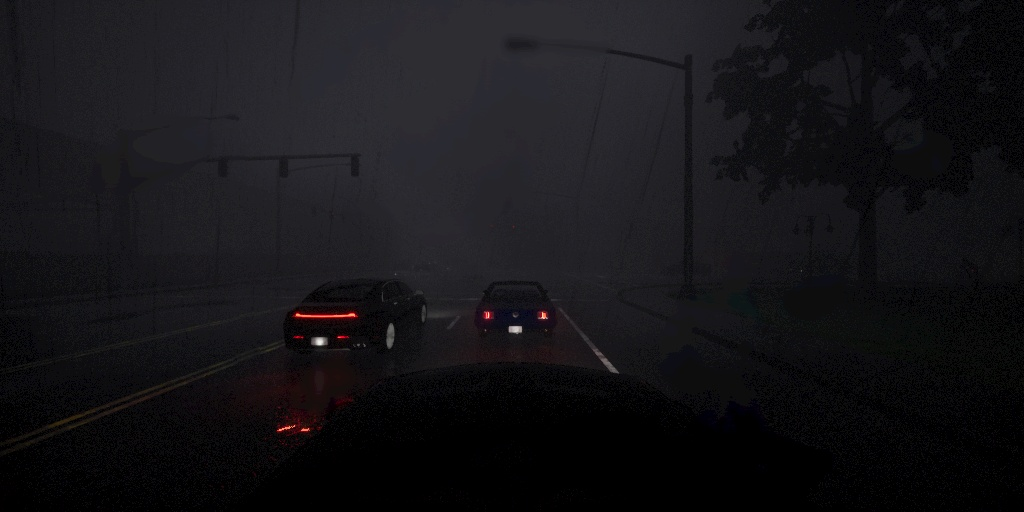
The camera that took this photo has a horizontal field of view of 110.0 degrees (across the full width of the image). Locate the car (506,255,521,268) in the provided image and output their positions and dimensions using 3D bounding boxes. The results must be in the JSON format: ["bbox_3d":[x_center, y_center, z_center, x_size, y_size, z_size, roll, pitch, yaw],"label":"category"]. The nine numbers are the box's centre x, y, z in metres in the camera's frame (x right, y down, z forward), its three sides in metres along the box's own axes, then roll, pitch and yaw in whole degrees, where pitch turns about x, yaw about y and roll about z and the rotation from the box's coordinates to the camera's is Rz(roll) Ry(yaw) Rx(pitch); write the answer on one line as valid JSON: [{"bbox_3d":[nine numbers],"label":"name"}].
[{"bbox_3d":[0.207,0.840,57.075,2.150,2.045,5.566,0,1,0],"label":"car"}]

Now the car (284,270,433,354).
[{"bbox_3d":[-3.405,1.255,8.741,1.837,1.490,4.892,0,0,0],"label":"car"}]

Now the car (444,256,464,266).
[{"bbox_3d":[-10.431,1.133,64.390,1.895,1.301,4.718,0,1,1],"label":"car"}]

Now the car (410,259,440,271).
[{"bbox_3d":[-10.519,1.318,43.772,1.895,1.301,4.718,0,0,0],"label":"car"}]

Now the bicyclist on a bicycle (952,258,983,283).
[{"bbox_3d":[31.008,0.974,24.442,0.582,1.620,1.656,0,0,-1],"label":"bicyclist on a bicycle"}]

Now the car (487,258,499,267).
[{"bbox_3d":[-3.283,1.114,62.690,1.994,1.385,4.181,0,1,0],"label":"car"}]

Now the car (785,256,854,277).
[{"bbox_3d":[29.869,0.973,34.887,5.566,2.045,2.150,0,0,-1],"label":"car"}]

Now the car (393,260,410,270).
[{"bbox_3d":[-14.012,1.266,46.856,1.994,1.385,4.181,0,0,0],"label":"car"}]

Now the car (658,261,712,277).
[{"bbox_3d":[16.628,1.242,34.571,4.902,1.511,2.128,0,0,-1],"label":"car"}]

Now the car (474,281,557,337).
[{"bbox_3d":[0.098,1.351,10.229,1.895,1.301,4.718,0,0,0],"label":"car"}]
